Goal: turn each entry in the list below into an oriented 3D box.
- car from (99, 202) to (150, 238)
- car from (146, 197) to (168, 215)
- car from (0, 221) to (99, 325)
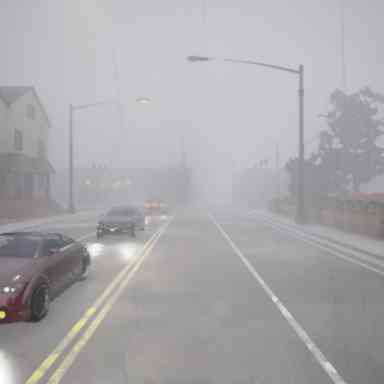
[{"bbox_3d":[-3.624,1.483,17.611,1.837,1.490,4.892,0,0,0],"label":"car"},{"bbox_3d":[-3.571,1.306,33.755,2.097,1.767,4.553,0,0,0],"label":"car"},{"bbox_3d":[-3.613,1.556,7.041,1.994,1.385,4.181,0,0,0],"label":"car"}]
